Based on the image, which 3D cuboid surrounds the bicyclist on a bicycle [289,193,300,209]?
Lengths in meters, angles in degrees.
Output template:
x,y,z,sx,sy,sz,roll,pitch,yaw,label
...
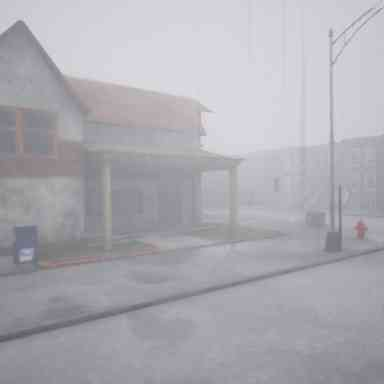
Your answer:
x,y,z,sx,sy,sz,roll,pitch,yaw,label
10.413,0.953,33.746,1.656,1.620,0.582,-1,1,-35,bicyclist on a bicycle
